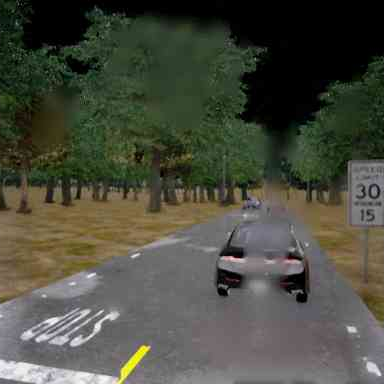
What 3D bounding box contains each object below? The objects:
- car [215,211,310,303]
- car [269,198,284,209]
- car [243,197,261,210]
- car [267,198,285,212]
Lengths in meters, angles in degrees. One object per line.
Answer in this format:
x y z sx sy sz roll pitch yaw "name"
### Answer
1.811 1.474 8.316 2.128 1.511 4.902 0 0 15 "car"
12.222 1.617 48.034 2.033 1.411 5.357 0 0 15 "car"
7.848 1.380 43.178 2.097 1.767 4.553 0 0 15 "car"
9.726 1.568 38.389 1.994 1.385 4.181 0 0 15 "car"
